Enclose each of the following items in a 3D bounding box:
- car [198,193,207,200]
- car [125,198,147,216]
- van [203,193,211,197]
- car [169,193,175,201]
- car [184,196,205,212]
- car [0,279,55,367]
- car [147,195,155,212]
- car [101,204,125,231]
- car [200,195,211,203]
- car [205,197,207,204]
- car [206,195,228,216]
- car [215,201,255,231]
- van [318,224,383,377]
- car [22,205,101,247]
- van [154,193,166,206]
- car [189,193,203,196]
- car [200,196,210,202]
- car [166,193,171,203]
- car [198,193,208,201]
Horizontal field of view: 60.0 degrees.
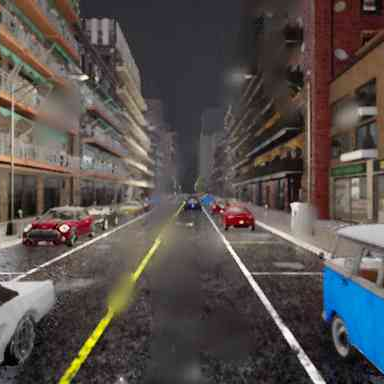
[{"bbox_3d":[2.679,1.229,88.280,2.192,1.841,5.009,0,0,0],"label":"car"},{"bbox_3d":[-5.691,1.469,31.461,1.752,1.417,4.829,0,0,0],"label":"car"},{"bbox_3d":[2.685,1.261,54.291,1.690,1.788,3.998,0,0,0],"label":"van"},{"bbox_3d":[-5.699,1.229,76.949,2.192,1.841,5.009,0,0,0],"label":"car"},{"bbox_3d":[0.095,1.499,38.343,1.994,1.385,4.181,0,0,0],"label":"car"},{"bbox_3d":[-3.090,1.594,2.999,1.895,1.301,4.718,0,0,0],"label":"car"},{"bbox_3d":[-5.692,1.376,37.296,1.967,1.590,4.097,0,0,0],"label":"car"},{"bbox_3d":[-5.690,1.511,20.301,2.008,1.369,4.403,0,0,0],"label":"car"},{"bbox_3d":[2.683,1.356,65.619,1.967,1.590,4.097,0,0,0],"label":"car"},{"bbox_3d":[2.688,1.519,37.296,1.802,1.307,4.206,0,0,0],"label":"car"},{"bbox_3d":[2.689,1.384,31.631,1.967,1.590,4.097,0,0,0],"label":"car"},{"bbox_3d":[2.691,1.505,20.302,1.887,1.381,4.507,0,0,0],"label":"car"},{"bbox_3d":[2.695,1.334,3.306,1.690,1.788,3.998,0,0,0],"label":"van"},{"bbox_3d":[-5.688,1.409,14.636,1.967,1.590,4.097,0,0,0],"label":"car"},{"bbox_3d":[-5.695,1.260,54.290,1.690,1.788,3.998,0,0,0],"label":"van"},{"bbox_3d":[0.093,1.275,49.216,2.097,1.767,4.553,0,0,0],"label":"car"},{"bbox_3d":[2.681,1.481,71.285,1.947,1.339,4.313,0,0,0],"label":"car"},{"bbox_3d":[-5.698,1.441,65.448,1.752,1.417,4.829,0,0,0],"label":"car"},{"bbox_3d":[2.680,1.229,82.614,2.192,1.841,5.009,0,0,0],"label":"car"}]
